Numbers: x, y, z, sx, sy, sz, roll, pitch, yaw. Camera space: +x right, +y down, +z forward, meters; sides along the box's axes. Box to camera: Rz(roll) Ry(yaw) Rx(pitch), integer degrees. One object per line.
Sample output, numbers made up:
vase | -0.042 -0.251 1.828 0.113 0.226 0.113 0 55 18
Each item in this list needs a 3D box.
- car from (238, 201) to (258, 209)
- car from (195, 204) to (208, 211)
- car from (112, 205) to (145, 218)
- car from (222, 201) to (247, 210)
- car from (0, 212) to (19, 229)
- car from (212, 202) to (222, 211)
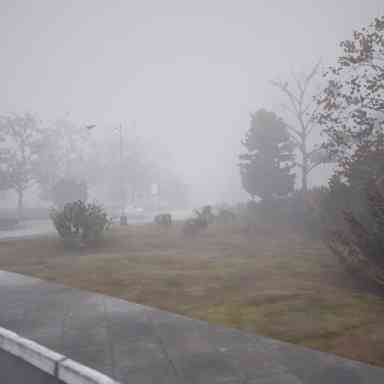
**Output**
car | 10.439 2.411 62.098 1.837 1.490 4.892 -3 -2 33
car | 2.354 2.608 56.092 1.895 1.301 4.718 -3 -2 32
car | -7.585 2.379 40.414 1.812 1.442 4.674 -3 -2 32
car | 7.114 2.196 50.324 2.033 1.411 5.357 -3 -2 32
car | -16.399 2.334 26.691 1.812 1.442 4.674 -3 -2 33
car | 5.013 2.319 53.564 1.837 1.490 4.892 -3 -2 32
